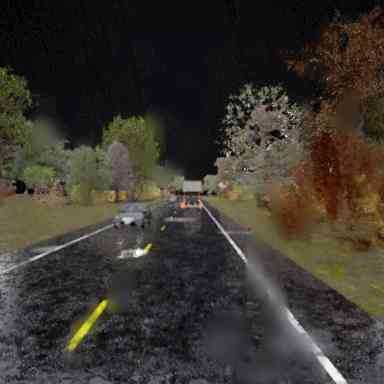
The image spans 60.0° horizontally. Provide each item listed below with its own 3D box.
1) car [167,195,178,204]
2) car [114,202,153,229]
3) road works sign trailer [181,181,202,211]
[{"bbox_3d":[-3.528,1.359,61.799,2.128,1.511,4.902,0,0,1],"label":"car"},{"bbox_3d":[-3.597,1.431,21.037,2.128,1.511,4.902,0,0,0],"label":"car"},{"bbox_3d":[0.008,0.361,39.685,2.380,3.560,2.880,0,0,0],"label":"road works sign trailer"}]
